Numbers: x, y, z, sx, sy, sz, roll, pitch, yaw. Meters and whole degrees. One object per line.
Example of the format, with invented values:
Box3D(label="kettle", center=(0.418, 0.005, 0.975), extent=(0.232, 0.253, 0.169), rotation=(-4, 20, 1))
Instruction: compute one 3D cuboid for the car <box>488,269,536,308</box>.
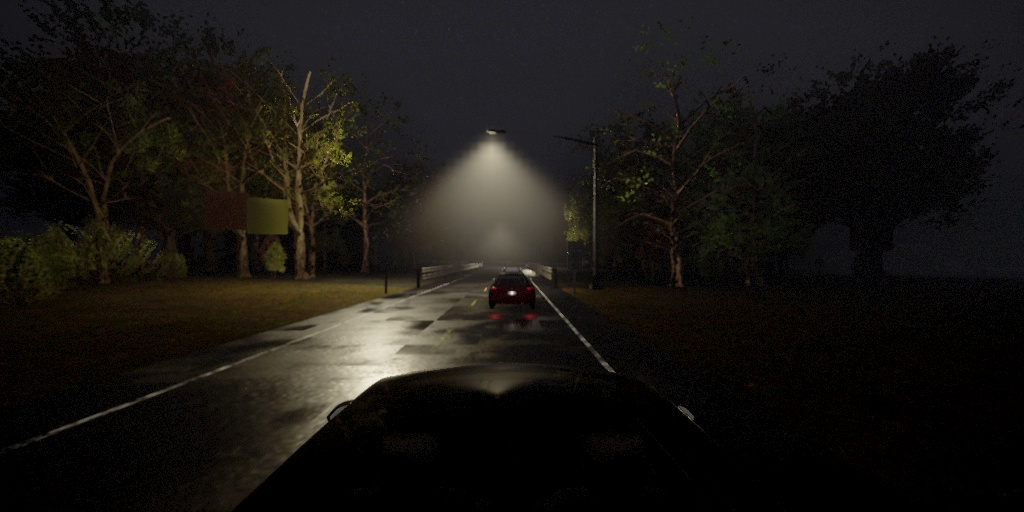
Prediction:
Box3D(label="car", center=(0.012, 1.448, 16.135), extent=(1.994, 1.385, 4.181), rotation=(0, 0, 0))

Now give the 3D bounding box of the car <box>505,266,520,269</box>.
Box3D(label="car", center=(0.024, 1.588, 31.166), extent=(1.994, 1.385, 4.181), rotation=(0, 0, 0))
